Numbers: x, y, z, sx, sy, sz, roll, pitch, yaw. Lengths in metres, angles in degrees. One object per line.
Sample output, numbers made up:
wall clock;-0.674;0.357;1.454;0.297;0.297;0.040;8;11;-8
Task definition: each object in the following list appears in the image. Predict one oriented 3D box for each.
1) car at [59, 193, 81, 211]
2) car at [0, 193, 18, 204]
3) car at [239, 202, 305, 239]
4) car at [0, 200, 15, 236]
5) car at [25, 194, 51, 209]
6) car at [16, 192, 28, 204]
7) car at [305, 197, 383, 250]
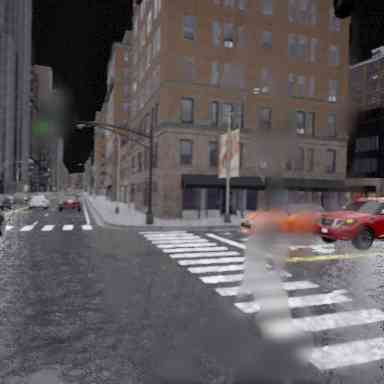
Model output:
car;-12.965;1.025;35.551;2.097;1.767;4.553;1;0;-19
car;-19.143;1.095;32.977;2.033;1.411;5.357;1;0;-18
car;4.693;1.310;16.682;4.553;1.767;2.097;1;0;-18
car;-9.000;1.261;13.569;2.128;1.511;4.902;1;0;-19
car;-16.817;1.116;36.838;1.812;1.442;4.674;1;0;-18
car;-23.199;0.800;45.149;2.097;1.767;4.553;1;0;-18
car;8.027;1.244;14.357;5.566;2.045;2.150;1;0;-18
